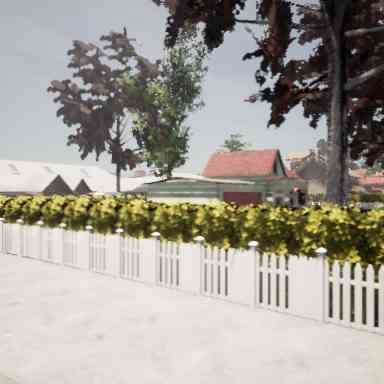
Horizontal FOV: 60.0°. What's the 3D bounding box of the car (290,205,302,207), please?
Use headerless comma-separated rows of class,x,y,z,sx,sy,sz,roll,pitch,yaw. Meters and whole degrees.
car,4.959,1.304,15.422,4.181,1.381,1.994,0,0,35
